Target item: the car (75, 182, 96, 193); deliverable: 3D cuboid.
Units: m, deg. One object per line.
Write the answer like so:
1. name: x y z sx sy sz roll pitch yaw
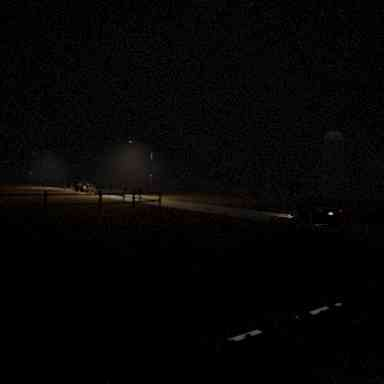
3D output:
1. car: -16.450 -0.759 51.543 2.097 1.767 4.553 2 1 -36

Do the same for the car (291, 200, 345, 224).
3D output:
1. car: 7.905 1.194 21.249 1.994 1.385 4.181 2 1 -4
